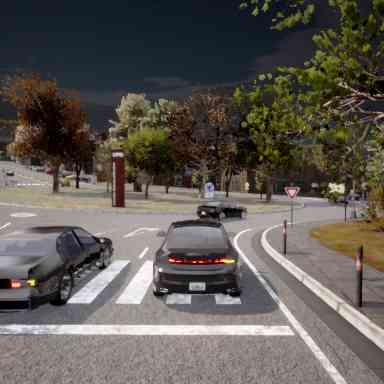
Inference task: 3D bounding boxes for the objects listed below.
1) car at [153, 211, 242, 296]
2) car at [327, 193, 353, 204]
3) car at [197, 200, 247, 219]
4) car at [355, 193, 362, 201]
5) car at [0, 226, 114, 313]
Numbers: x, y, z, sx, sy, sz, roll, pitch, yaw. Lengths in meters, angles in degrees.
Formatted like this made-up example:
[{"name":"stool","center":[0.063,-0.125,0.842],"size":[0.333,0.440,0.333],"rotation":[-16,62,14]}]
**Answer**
[{"name":"car","center":[0.117,1.475,8.528],"size":[1.837,1.490,4.892],"rotation":[0,0,0]},{"name":"car","center":[21.174,1.004,48.417],"size":[2.033,1.411,5.357],"rotation":[0,2,10]},{"name":"car","center":[2.472,1.390,26.259],"size":[1.882,1.535,5.008],"rotation":[2,1,41]},{"name":"car","center":[28.575,0.844,59.563],"size":[4.892,1.490,1.837],"rotation":[2,2,-37]},{"name":"car","center":[-3.364,1.521,7.913],"size":[2.033,1.411,5.357],"rotation":[0,0,1]}]
